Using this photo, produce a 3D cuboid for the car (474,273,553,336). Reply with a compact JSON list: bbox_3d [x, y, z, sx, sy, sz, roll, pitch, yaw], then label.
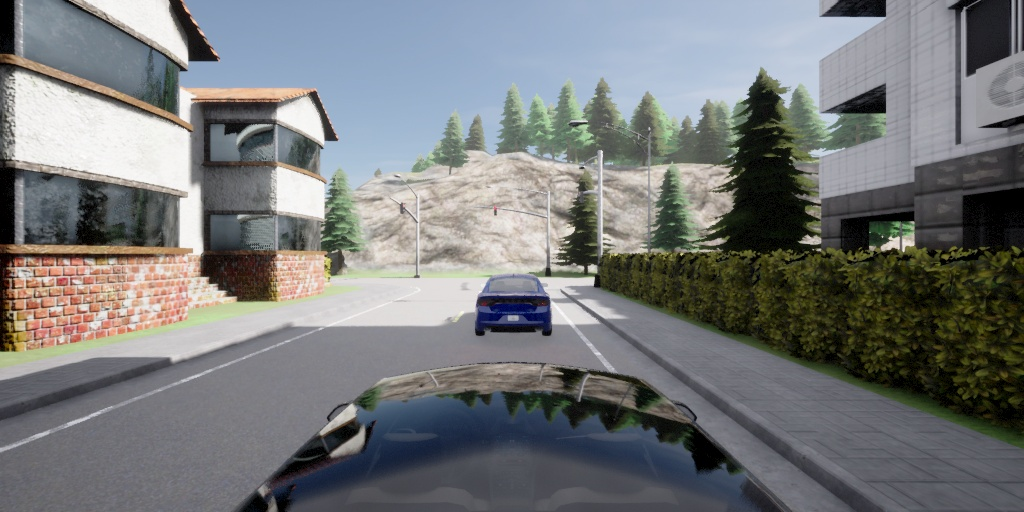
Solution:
[{"bbox_3d":[0.049,1.228,10.431,1.882,1.535,5.008,0,0,0],"label":"car"}]
